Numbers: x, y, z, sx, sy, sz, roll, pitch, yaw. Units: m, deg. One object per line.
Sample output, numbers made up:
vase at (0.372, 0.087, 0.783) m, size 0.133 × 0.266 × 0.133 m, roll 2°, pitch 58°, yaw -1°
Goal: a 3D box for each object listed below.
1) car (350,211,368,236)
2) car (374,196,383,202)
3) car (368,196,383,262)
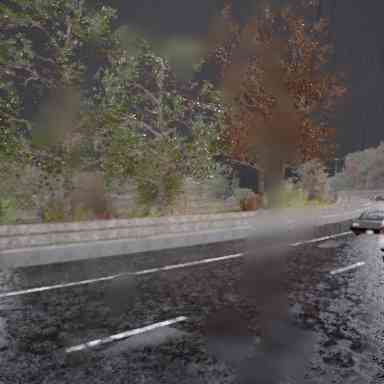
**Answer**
car at (10.047, 1.621, 17.464) m, size 1.895 × 1.301 × 4.718 m, roll 0°, pitch 0°, yaw 44°
car at (46.889, 1.617, 81.868) m, size 1.812 × 1.442 × 4.674 m, roll 0°, pitch 0°, yaw 4°
car at (7.804, 1.229, 10.417) m, size 5.566 × 2.045 × 2.150 m, roll 0°, pitch 0°, yaw -42°
